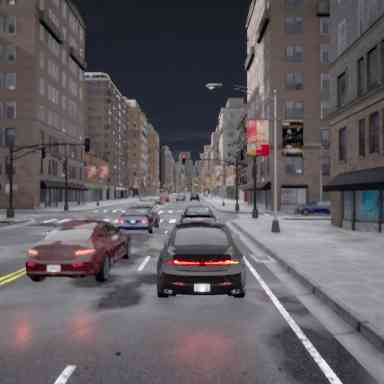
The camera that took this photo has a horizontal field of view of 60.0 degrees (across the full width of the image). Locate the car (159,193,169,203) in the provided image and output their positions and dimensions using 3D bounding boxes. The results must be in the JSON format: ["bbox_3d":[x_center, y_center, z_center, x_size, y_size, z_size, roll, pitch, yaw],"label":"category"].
[{"bbox_3d":[-5.920,1.142,69.315,2.150,2.045,5.566,0,0,0],"label":"car"}]

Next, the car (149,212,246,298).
[{"bbox_3d":[0.205,1.501,8.500,1.837,1.490,4.892,0,0,0],"label":"car"}]

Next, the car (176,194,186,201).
[{"bbox_3d":[-2.620,1.453,75.696,1.994,1.385,4.181,0,0,0],"label":"car"}]

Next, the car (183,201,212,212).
[{"bbox_3d":[0.291,1.481,17.896,2.128,1.511,4.902,0,0,-1],"label":"car"}]

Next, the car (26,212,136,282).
[{"bbox_3d":[-3.026,1.521,9.636,1.812,1.442,4.674,0,0,1],"label":"car"}]

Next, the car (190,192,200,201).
[{"bbox_3d":[0.627,1.126,75.283,2.150,2.045,5.566,0,0,0],"label":"car"}]

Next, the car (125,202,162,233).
[{"bbox_3d":[-2.958,1.536,19.203,2.033,1.411,5.357,0,0,0],"label":"car"}]

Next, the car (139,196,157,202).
[{"bbox_3d":[-6.211,1.559,44.134,1.895,1.301,4.718,0,0,0],"label":"car"}]

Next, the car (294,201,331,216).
[{"bbox_3d":[12.644,1.589,33.153,4.674,1.442,1.812,0,-1,2],"label":"car"}]

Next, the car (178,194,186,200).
[{"bbox_3d":[-2.542,1.200,85.699,1.882,1.535,5.008,0,0,0],"label":"car"}]

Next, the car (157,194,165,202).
[{"bbox_3d":[-6.104,1.467,56.160,1.812,1.442,4.674,0,0,1],"label":"car"}]
